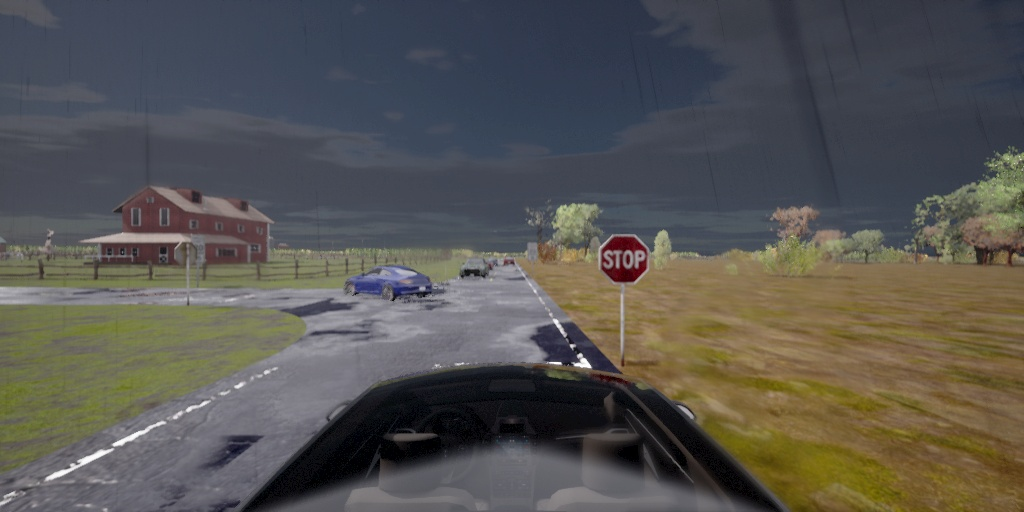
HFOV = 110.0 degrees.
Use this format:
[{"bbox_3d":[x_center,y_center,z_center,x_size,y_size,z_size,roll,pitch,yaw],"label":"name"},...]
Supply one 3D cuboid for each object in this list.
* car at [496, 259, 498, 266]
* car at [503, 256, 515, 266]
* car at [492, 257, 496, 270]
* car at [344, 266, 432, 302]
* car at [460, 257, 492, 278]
[{"bbox_3d":[-3.282,0.933,59.794,2.033,1.411,5.357,0,0,0],"label":"car"},{"bbox_3d":[-0.511,0.850,62.082,1.882,1.535,5.008,0,0,0],"label":"car"},{"bbox_3d":[-3.191,1.092,42.581,1.895,1.301,4.718,0,0,0],"label":"car"},{"bbox_3d":[-5.609,1.158,16.167,4.674,1.442,1.812,1,-1,35],"label":"car"},{"bbox_3d":[-3.143,0.917,30.786,2.097,1.767,4.553,0,0,1],"label":"car"}]
